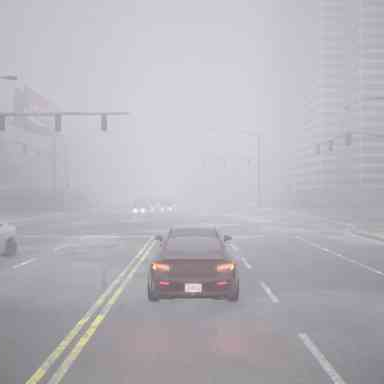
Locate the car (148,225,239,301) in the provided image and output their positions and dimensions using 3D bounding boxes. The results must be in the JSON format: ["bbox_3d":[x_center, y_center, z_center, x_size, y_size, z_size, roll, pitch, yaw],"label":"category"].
[{"bbox_3d":[0.031,1.526,8.170,1.812,1.442,4.674,0,0,0],"label":"car"}]

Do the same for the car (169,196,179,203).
[{"bbox_3d":[-3.790,1.552,69.805,1.994,1.385,4.181,0,0,0],"label":"car"}]

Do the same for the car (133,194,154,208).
[{"bbox_3d":[-7.297,1.491,48.411,2.128,1.511,4.902,0,0,0],"label":"car"}]

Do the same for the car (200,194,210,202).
[{"bbox_3d":[3.175,1.515,77.979,2.128,1.511,4.902,0,0,0],"label":"car"}]

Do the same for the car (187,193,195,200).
[{"bbox_3d":[-0.368,1.184,88.252,2.097,1.767,4.553,0,0,0],"label":"car"}]

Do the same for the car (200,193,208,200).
[{"bbox_3d":[3.132,1.184,88.267,2.097,1.767,4.553,0,0,0],"label":"car"}]

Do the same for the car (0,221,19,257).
[{"bbox_3d":[-7.116,1.526,10.172,1.812,1.442,4.674,0,0,0],"label":"car"}]

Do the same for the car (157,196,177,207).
[{"bbox_3d":[-3.805,1.564,51.019,1.994,1.385,4.181,0,0,0],"label":"car"}]

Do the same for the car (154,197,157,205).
[{"bbox_3d":[-7.322,1.601,57.682,1.895,1.301,4.718,0,0,0],"label":"car"}]

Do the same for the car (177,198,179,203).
[{"bbox_3d":[-3.823,1.525,59.796,1.812,1.442,4.674,0,0,0],"label":"car"}]

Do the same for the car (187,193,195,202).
[{"bbox_3d":[-0.326,1.584,78.347,1.895,1.301,4.718,0,0,0],"label":"car"}]
